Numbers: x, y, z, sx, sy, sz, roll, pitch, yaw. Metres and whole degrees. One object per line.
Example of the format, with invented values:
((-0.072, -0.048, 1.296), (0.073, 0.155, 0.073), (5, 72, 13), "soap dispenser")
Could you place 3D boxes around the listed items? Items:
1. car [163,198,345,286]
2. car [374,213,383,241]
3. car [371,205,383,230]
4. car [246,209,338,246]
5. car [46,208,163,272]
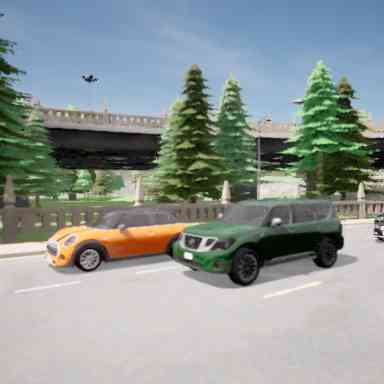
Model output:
((2.189, 1.229, 9.787), (5.566, 2.045, 2.150), (0, 0, -34), "car")
((10.481, 1.508, 15.397), (4.902, 1.511, 2.128), (0, 0, -29), "car")
((13.572, 1.547, 20.730), (4.674, 1.442, 1.812), (0, 0, -24), "car")
((4.822, 1.576, 15.847), (4.181, 1.385, 1.994), (0, 0, -34), "car")
((-2.285, 1.357, 10.920), (4.553, 1.767, 2.097), (0, 0, -35), "car")
